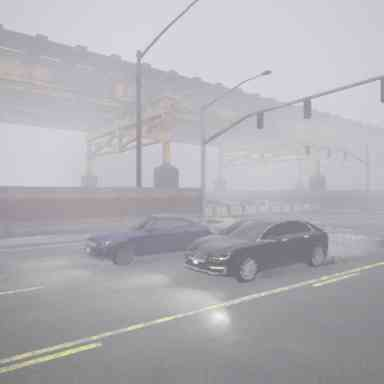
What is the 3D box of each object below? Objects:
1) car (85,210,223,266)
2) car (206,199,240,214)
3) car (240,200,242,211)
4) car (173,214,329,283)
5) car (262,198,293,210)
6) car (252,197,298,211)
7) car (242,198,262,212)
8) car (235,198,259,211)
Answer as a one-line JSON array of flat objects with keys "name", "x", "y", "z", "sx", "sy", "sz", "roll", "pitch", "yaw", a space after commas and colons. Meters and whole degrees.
[{"name": "car", "x": -1.317, "y": 1.525, "z": 11.651, "sx": 4.674, "sy": 1.442, "sz": 1.812, "roll": 0, "pitch": 0, "yaw": -35}, {"name": "car", "x": 2.288, "y": 1.292, "z": 33.715, "sx": 4.536, "sy": 1.218, "sz": 1.853, "roll": 0, "pitch": 0, "yaw": 8}, {"name": "car", "x": 2.339, "y": 1.449, "z": 33.708, "sx": 4.974, "sy": 1.542, "sz": 2.038, "roll": 0, "pitch": 0, "yaw": 8}, {"name": "car", "x": 2.064, "y": 1.504, "z": 9.764, "sx": 4.892, "sy": 1.490, "sz": 1.837, "roll": 0, "pitch": 0, "yaw": -36}, {"name": "car", "x": 9.943, "y": 1.290, "z": 40.145, "sx": 4.536, "sy": 1.218, "sz": 1.853, "roll": 0, "pitch": 0, "yaw": -7}, {"name": "car", "x": 9.995, "y": 1.448, "z": 40.152, "sx": 4.974, "sy": 1.542, "sz": 2.038, "roll": 0, "pitch": 0, "yaw": -7}, {"name": "car", "x": 6.084, "y": 1.449, "z": 36.393, "sx": 2.038, "sy": 1.542, "sz": 4.974, "roll": 0, "pitch": 0, "yaw": 18}, {"name": "car", "x": 6.100, "y": 1.291, "z": 36.442, "sx": 1.853, "sy": 1.218, "sz": 4.536, "roll": 0, "pitch": 0, "yaw": 18}]
